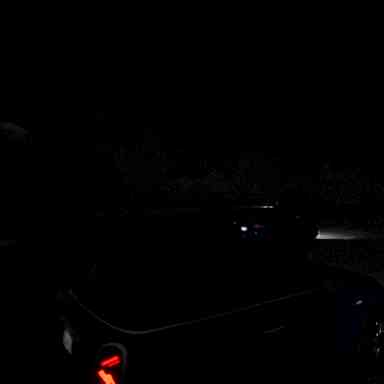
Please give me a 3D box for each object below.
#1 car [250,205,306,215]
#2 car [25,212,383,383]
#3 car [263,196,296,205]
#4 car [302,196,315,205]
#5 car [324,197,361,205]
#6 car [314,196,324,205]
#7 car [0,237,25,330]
[{"bbox_3d":[3.802,1.492,15.061,4.181,1.385,1.994,0,0,-36],"label":"car"},{"bbox_3d":[0.622,1.334,4.191,4.553,1.767,2.097,0,0,-36],"label":"car"},{"bbox_3d":[12.582,1.316,47.349,5.357,1.411,2.033,0,0,-35],"label":"car"},{"bbox_3d":[17.186,1.314,46.327,4.181,1.385,1.994,0,0,-35],"label":"car"},{"bbox_3d":[17.507,1.303,37.972,4.674,1.442,1.812,0,0,-35],"label":"car"},{"bbox_3d":[18.695,1.301,43.111,5.357,1.411,2.033,0,0,-35],"label":"car"},{"bbox_3d":[-3.086,1.543,5.838,5.357,1.411,2.033,0,0,-35],"label":"car"}]
